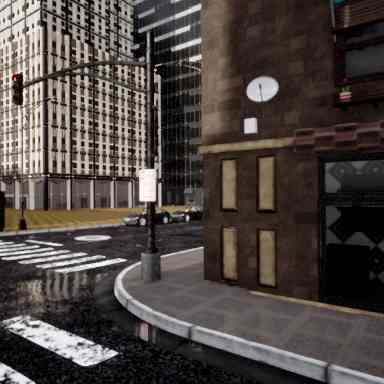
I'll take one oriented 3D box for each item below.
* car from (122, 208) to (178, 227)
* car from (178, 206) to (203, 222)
[{"bbox_3d":[-3.467,1.890,25.899,2.008,1.369,4.403,-2,-2,35],"label":"car"},{"bbox_3d":[-0.262,1.972,30.453,2.008,1.369,4.403,-2,-2,35],"label":"car"}]
